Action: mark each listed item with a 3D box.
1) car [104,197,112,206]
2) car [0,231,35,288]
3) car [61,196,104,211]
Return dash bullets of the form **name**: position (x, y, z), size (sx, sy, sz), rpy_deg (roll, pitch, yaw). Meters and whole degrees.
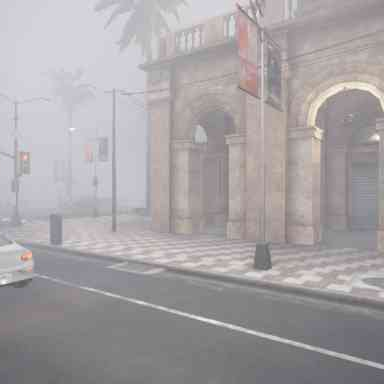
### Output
- **car**: position (-13.884, 1.513, 51.058), size (2.161, 1.482, 4.786), rpy_deg (0, 0, 35)
- **car**: position (-5.584, 1.526, 7.930), size (4.674, 1.442, 1.812), rpy_deg (0, 0, 36)
- **car**: position (-13.478, 1.355, 40.291), size (2.097, 1.767, 4.553), rpy_deg (0, 0, 36)
